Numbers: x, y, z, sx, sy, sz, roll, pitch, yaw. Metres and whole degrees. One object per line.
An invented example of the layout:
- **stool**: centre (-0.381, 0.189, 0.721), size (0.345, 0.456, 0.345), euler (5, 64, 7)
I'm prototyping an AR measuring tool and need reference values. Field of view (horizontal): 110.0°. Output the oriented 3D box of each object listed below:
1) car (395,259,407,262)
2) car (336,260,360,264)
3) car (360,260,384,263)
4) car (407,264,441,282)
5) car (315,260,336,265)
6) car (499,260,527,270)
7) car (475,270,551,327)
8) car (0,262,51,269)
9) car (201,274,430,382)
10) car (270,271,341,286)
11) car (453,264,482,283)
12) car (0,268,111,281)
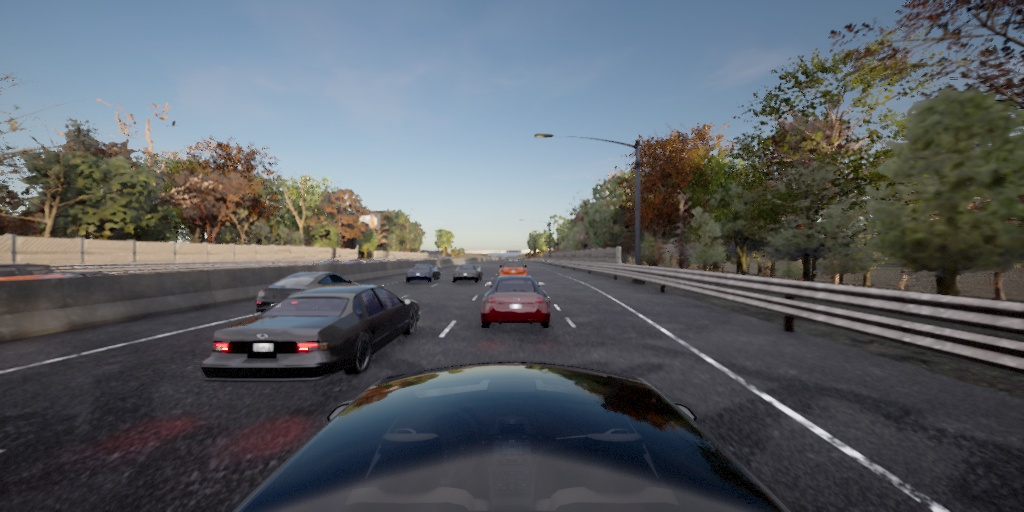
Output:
- **car**: centre (-17.548, 1.240, 56.169), size (2.128, 1.511, 4.902), euler (0, 0, 1)
- **car**: centre (-24.534, 1.297, 55.471), size (2.033, 1.411, 5.357), euler (0, 0, 1)
- **car**: centre (-21.039, 1.296, 55.715), size (2.033, 1.411, 5.357), euler (0, 0, 1)
- **car**: centre (-6.899, 1.302, 28.309), size (1.994, 1.385, 4.181), euler (0, 0, 0)
- **car**: centre (-28.033, 1.296, 54.980), size (2.033, 1.411, 5.357), euler (0, 0, 1)
- **car**: centre (0.101, 1.090, 27.455), size (2.097, 1.767, 4.553), euler (0, 0, 0)
- **car**: centre (0.100, 1.307, 11.519), size (1.994, 1.385, 4.181), euler (0, 0, 0)
- **car**: centre (-21.100, 1.094, 14.266), size (2.097, 1.767, 4.553), euler (0, 0, 0)
- **car**: centre (-3.400, 1.293, 7.415), size (2.033, 1.411, 5.357), euler (0, 0, 0)
- **car**: centre (-6.900, 1.268, 12.764), size (1.812, 1.442, 4.674), euler (0, 0, 0)
- **car**: centre (-3.400, 1.302, 28.149), size (1.994, 1.385, 4.181), euler (0, 0, 0)
- **car**: centre (-17.599, 1.306, 14.218), size (1.994, 1.385, 4.181), euler (0, 0, 0)
